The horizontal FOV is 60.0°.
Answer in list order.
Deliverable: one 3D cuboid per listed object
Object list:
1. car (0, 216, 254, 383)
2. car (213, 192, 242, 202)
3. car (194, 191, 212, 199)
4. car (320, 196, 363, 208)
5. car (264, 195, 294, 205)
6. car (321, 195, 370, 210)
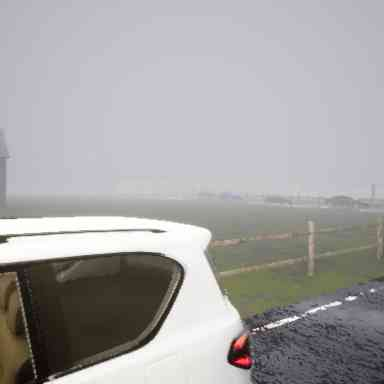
[{"bbox_3d":[-2.142,1.221,1.540,5.566,2.045,2.150,0,0,-36],"label":"car"},{"bbox_3d":[6.104,0.777,54.349,1.882,1.535,5.008,0,1,-35],"label":"car"},{"bbox_3d":[2.352,0.618,65.850,1.837,1.490,4.892,0,1,-35],"label":"car"},{"bbox_3d":[18.996,1.225,42.548,1.895,1.301,4.718,0,1,-35],"label":"car"},{"bbox_3d":[11.997,1.046,46.096,1.994,1.385,4.181,0,1,-34],"label":"car"},{"bbox_3d":[17.711,1.138,38.062,1.882,1.535,5.008,0,1,-35],"label":"car"}]
